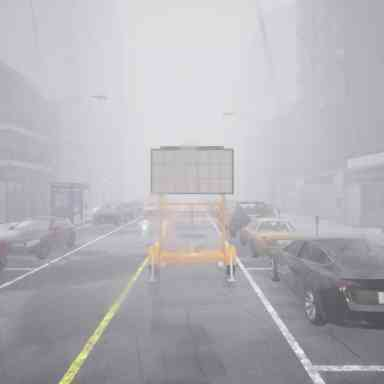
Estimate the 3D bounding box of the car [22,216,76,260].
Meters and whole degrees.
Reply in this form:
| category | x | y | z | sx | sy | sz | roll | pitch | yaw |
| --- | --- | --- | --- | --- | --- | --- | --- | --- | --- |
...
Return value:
| category | x | y | z | sx | sy | sz | roll | pitch | yaw |
| --- | --- | --- | --- | --- | --- | --- | --- | --- | --- |
| car | -5.660 | 1.581 | 12.396 | 1.802 | 1.307 | 4.206 | 0 | 0 | 0 |

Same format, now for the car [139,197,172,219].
| category | x | y | z | sx | sy | sz | roll | pitch | yaw |
| --- | --- | --- | --- | --- | --- | --- | --- | --- | --- |
| car | -3.079 | 1.474 | 29.092 | 1.882 | 1.535 | 5.008 | 0 | 0 | 0 |

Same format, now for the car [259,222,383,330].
| category | x | y | z | sx | sy | sz | roll | pitch | yaw |
| --- | --- | --- | --- | --- | --- | --- | --- | --- | --- |
| car | 2.862 | 1.565 | 6.884 | 1.947 | 1.339 | 4.313 | 0 | 0 | 0 |

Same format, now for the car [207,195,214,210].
| category | x | y | z | sx | sy | sz | roll | pitch | yaw |
| --- | --- | --- | --- | --- | --- | --- | --- | --- | --- |
| car | 2.885 | 1.435 | 34.502 | 1.967 | 1.590 | 4.097 | 0 | 0 | 0 |

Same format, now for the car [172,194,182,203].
| category | x | y | z | sx | sy | sz | roll | pitch | yaw |
| --- | --- | --- | --- | --- | --- | --- | --- | --- | --- |
| car | -2.951 | 1.469 | 61.470 | 1.882 | 1.535 | 5.008 | 0 | 0 | 0 |

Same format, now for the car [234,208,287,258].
| category | x | y | z | sx | sy | sz | roll | pitch | yaw |
| --- | --- | --- | --- | --- | --- | --- | --- | --- | --- |
| car | 2.867 | 1.524 | 12.578 | 1.752 | 1.417 | 4.829 | 0 | 0 | 0 |

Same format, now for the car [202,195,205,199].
| category | x | y | z | sx | sy | sz | roll | pitch | yaw |
| --- | --- | --- | --- | --- | --- | --- | --- | --- | --- |
| car | 2.898 | 1.559 | 51.073 | 1.947 | 1.339 | 4.313 | 0 | 0 | 0 |

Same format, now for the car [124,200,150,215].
| category | x | y | z | sx | sy | sz | roll | pitch | yaw |
| --- | --- | --- | --- | --- | --- | --- | --- | --- | --- |
| car | -5.641 | 1.561 | 34.497 | 1.947 | 1.339 | 4.313 | 0 | 0 | 0 |

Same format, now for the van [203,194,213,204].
| category | x | y | z | sx | sy | sz | roll | pitch | yaw |
| --- | --- | --- | --- | --- | --- | --- | --- | --- | --- |
| van | 2.908 | 1.332 | 62.120 | 1.690 | 1.788 | 3.998 | 0 | 0 | 0 |

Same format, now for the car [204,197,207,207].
| category | x | y | z | sx | sy | sz | roll | pitch | yaw |
| --- | --- | --- | --- | --- | --- | --- | --- | --- | --- |
| car | 2.889 | 1.545 | 40.026 | 2.008 | 1.369 | 4.403 | 0 | 0 | 0 |

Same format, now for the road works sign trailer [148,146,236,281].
| category | x | y | z | sx | sy | sz | roll | pitch | yaw |
| --- | --- | --- | --- | --- | --- | --- | --- | --- | --- |
| road works sign trailer | 0.006 | 0.464 | 9.790 | 2.380 | 3.560 | 2.880 | 0 | 0 | 0 |

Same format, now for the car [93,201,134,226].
| category | x | y | z | sx | sy | sz | roll | pitch | yaw |
| --- | --- | --- | --- | --- | --- | --- | --- | --- | --- |
| car | -5.650 | 1.542 | 23.447 | 1.887 | 1.381 | 4.507 | 0 | 0 | 0 |

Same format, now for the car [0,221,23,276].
| category | x | y | z | sx | sy | sz | roll | pitch | yaw |
| --- | --- | --- | --- | --- | --- | --- | --- | --- | --- |
| car | -5.664 | 1.544 | 6.872 | 1.887 | 1.381 | 4.507 | 0 | 0 | 0 |

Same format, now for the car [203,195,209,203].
| category | x | y | z | sx | sy | sz | roll | pitch | yaw |
| --- | --- | --- | --- | --- | --- | --- | --- | --- | --- |
| car | 2.894 | 1.544 | 45.549 | 2.008 | 1.369 | 4.403 | 0 | 0 | 0 |

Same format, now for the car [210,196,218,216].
| category | x | y | z | sx | sy | sz | roll | pitch | yaw |
| --- | --- | --- | --- | --- | --- | --- | --- | --- | --- |
| car | 2.880 | 1.436 | 28.979 | 1.967 | 1.590 | 4.097 | 0 | 0 | 0 |

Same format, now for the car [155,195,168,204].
| category | x | y | z | sx | sy | sz | roll | pitch | yaw |
| --- | --- | --- | --- | --- | --- | --- | --- | --- | --- |
| car | -5.618 | 1.431 | 62.122 | 1.967 | 1.590 | 4.097 | 0 | 0 | 0 |

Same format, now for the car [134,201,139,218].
| category | x | y | z | sx | sy | sz | roll | pitch | yaw |
| --- | --- | --- | --- | --- | --- | --- | --- | --- | --- |
| car | -5.646 | 1.562 | 28.971 | 1.947 | 1.339 | 4.313 | 0 | 0 | 0 |

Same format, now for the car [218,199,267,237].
| category | x | y | z | sx | sy | sz | roll | pitch | yaw |
| --- | --- | --- | --- | --- | --- | --- | --- | --- | --- |
| car | 2.871 | 1.313 | 17.931 | 2.192 | 1.841 | 5.009 | 0 | 0 | 0 |

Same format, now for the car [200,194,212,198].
| category | x | y | z | sx | sy | sz | roll | pitch | yaw |
| --- | --- | --- | --- | --- | --- | --- | --- | --- | --- |
| car | 2.903 | 1.307 | 56.597 | 2.192 | 1.841 | 5.009 | 0 | 0 | 0 |

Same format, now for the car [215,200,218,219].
| category | x | y | z | sx | sy | sz | roll | pitch | yaw |
| --- | --- | --- | --- | --- | --- | --- | --- | --- | --- |
| car | 2.876 | 1.523 | 23.625 | 1.752 | 1.417 | 4.829 | 0 | 0 | 0 |
